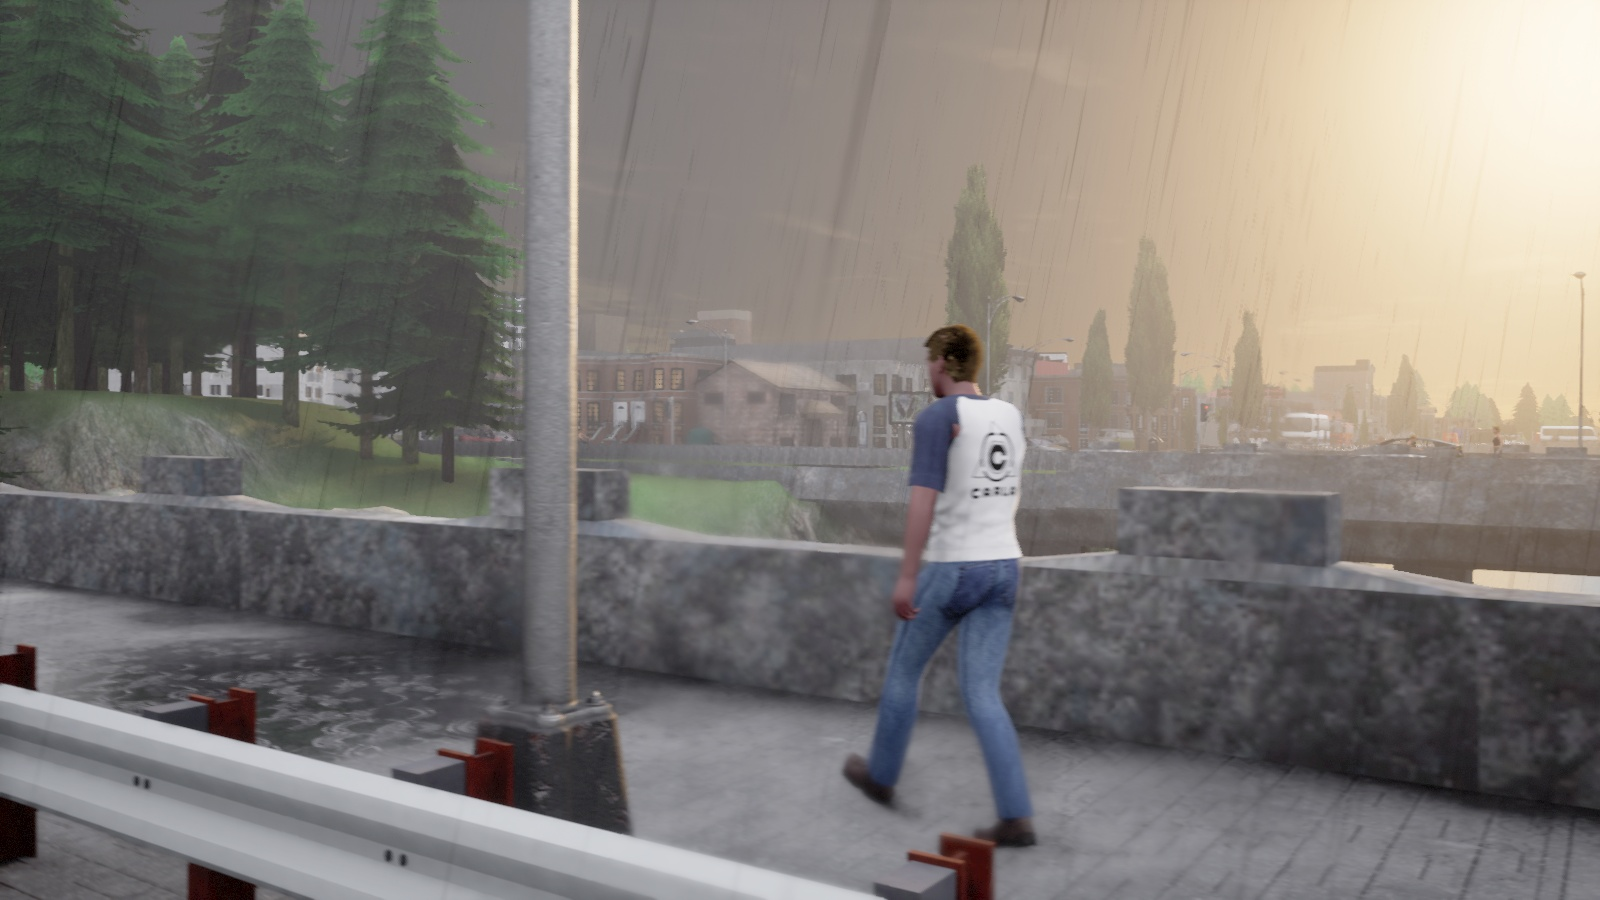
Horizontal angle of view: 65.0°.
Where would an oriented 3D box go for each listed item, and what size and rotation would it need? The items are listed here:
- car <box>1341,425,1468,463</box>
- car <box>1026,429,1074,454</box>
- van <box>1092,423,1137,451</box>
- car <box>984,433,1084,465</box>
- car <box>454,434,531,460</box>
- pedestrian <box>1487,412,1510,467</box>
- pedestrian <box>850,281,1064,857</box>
[{"bbox_3d":[24.951,-0.256,51.884,4.514,1.525,2.007,0,1,34],"label":"car"},{"bbox_3d":[16.321,-0.556,81.924,1.789,1.549,3.705,0,1,34],"label":"car"},{"bbox_3d":[23.106,-0.983,92.124,1.775,1.987,4.442,0,1,34],"label":"van"},{"bbox_3d":[10.624,-0.082,57.191,1.994,1.385,4.181,-1,1,-40],"label":"car"},{"bbox_3d":[-18.653,-0.192,76.118,4.514,1.525,2.007,0,1,34],"label":"car"},{"bbox_3d":[23.712,-0.355,42.628,0.594,1.836,0.345,0,1,14],"label":"pedestrian"},{"bbox_3d":[0.532,0.377,4.386,0.354,1.836,0.706,-1,1,-33],"label":"pedestrian"}]
